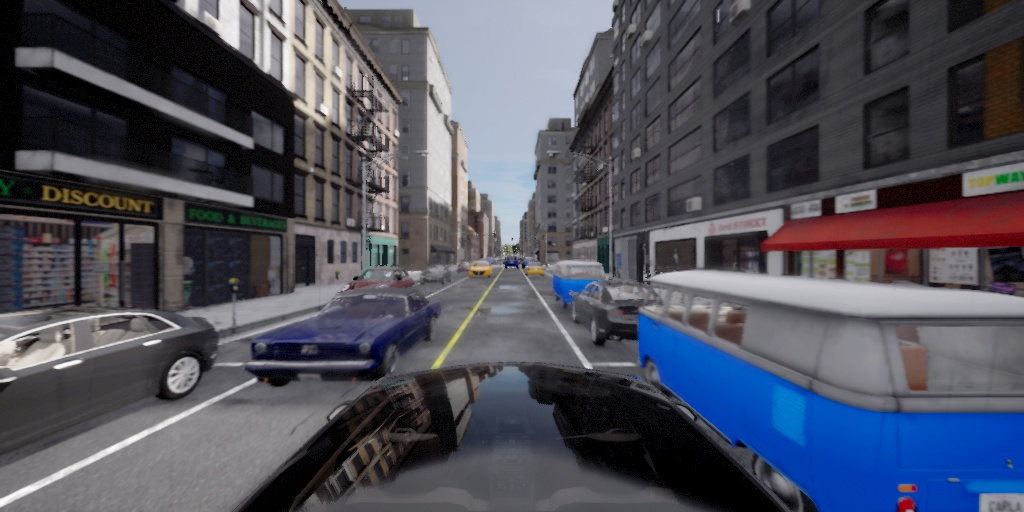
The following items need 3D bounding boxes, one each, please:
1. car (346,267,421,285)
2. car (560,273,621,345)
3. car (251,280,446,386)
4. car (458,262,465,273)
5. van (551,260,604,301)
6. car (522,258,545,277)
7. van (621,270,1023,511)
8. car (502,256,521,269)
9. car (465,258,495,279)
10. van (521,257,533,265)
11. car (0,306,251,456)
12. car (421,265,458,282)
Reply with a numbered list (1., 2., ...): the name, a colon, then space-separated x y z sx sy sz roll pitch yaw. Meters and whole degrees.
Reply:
1. car: -5.389 1.191 14.789 1.967 1.591 4.097 0 0 0
2. car: 2.637 1.300 9.280 2.007 1.370 4.403 0 0 0
3. car: -2.753 1.351 7.092 1.895 1.301 4.718 0 0 0
4. car: -5.392 1.346 42.344 1.802 1.307 4.207 0 0 0
5. van: 2.636 1.092 14.790 1.690 1.789 3.998 0 0 0
6. car: 2.222 1.217 35.884 1.801 1.575 5.366 0 0 0
7. van: 2.637 1.091 3.769 1.690 1.789 3.998 0 0 0
8. car: -0.006 0.990 55.853 2.150 2.045 5.566 0 0 0
9. car: -2.846 1.237 33.345 1.882 1.535 5.008 0 0 0
10. van: 2.632 1.108 53.367 1.690 1.789 3.998 0 0 0
11. car: -5.388 1.301 3.768 2.007 1.370 4.403 0 0 0
12. car: -5.390 1.307 25.811 2.007 1.370 4.403 0 0 0
